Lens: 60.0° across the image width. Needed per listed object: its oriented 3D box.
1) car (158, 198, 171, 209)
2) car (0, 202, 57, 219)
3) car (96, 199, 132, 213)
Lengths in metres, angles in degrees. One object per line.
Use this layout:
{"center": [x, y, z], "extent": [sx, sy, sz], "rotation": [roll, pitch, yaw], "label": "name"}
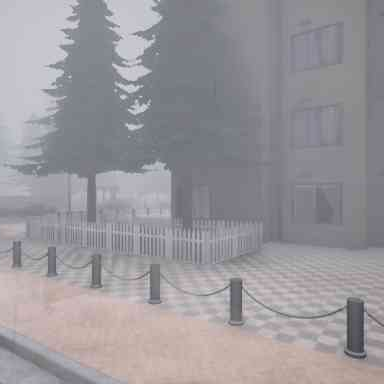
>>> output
{"center": [-2.486, 1.510, 44.461], "extent": [1.812, 1.442, 4.674], "rotation": [0, 0, 37], "label": "car"}
{"center": [-14.354, 1.585, 28.786], "extent": [1.895, 1.301, 4.718], "rotation": [0, 0, 37], "label": "car"}
{"center": [-8.727, 1.476, 36.233], "extent": [2.128, 1.511, 4.902], "rotation": [0, 0, 37], "label": "car"}
